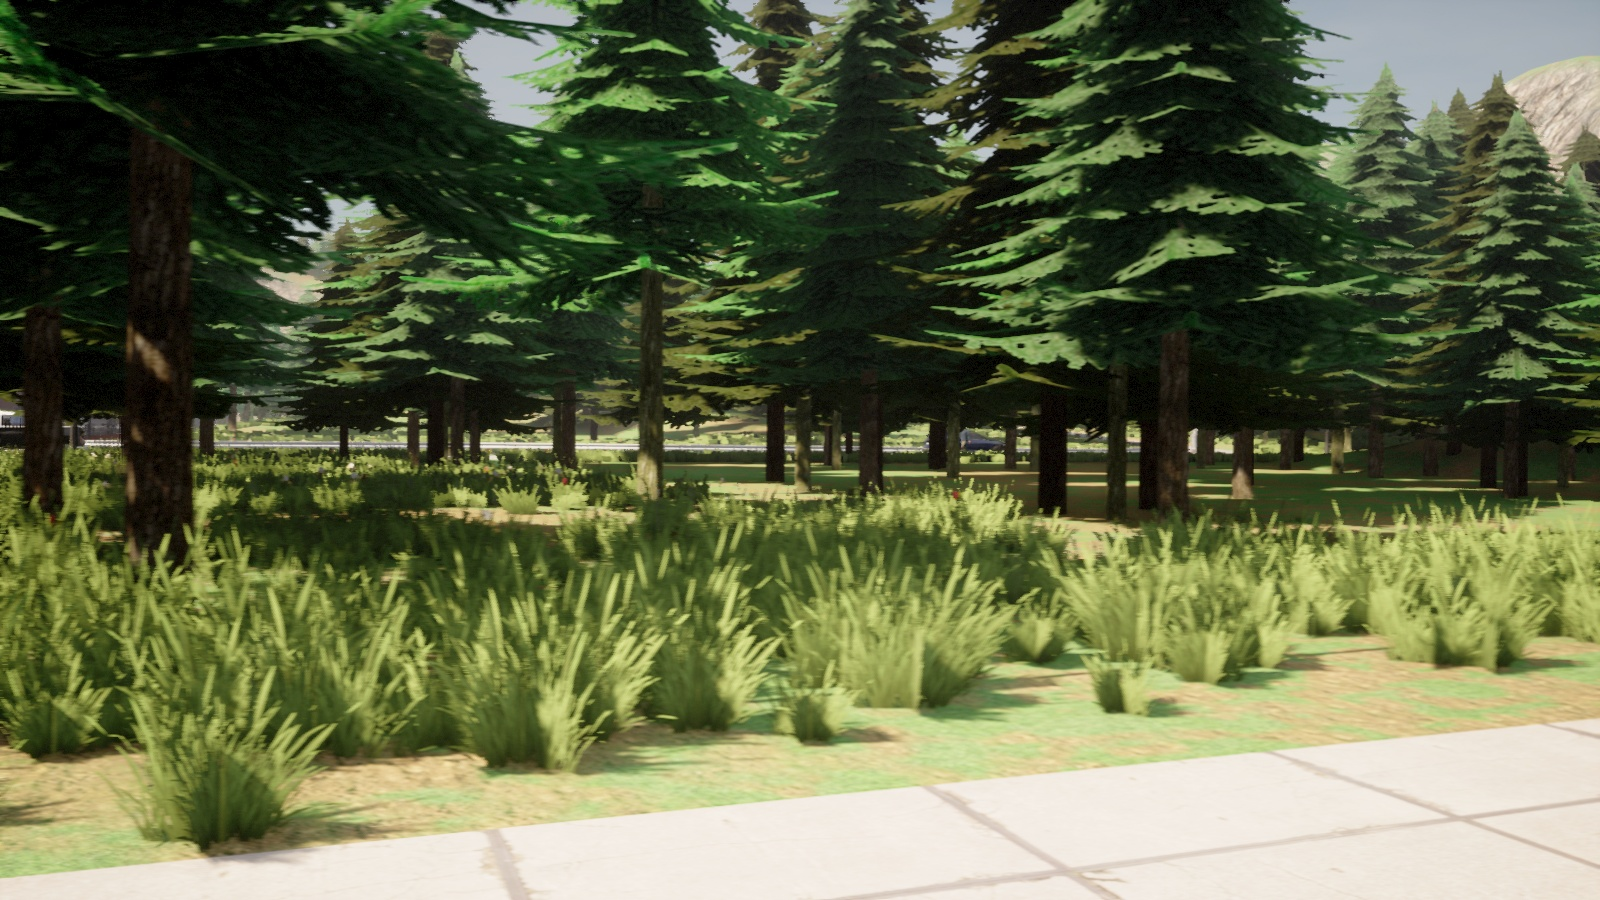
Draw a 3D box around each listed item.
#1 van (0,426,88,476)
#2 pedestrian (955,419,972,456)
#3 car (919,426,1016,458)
[{"bbox_3d":[-32.956,0.025,53.354,4.480,2.038,2.069,-1,1,-25],"label":"van"},{"bbox_3d":[8.259,-0.642,63.402,0.726,1.842,0.402,-1,1,-37],"label":"pedestrian"},{"bbox_3d":[9.106,-0.461,68.259,4.856,1.649,2.033,-1,1,-22],"label":"car"}]
